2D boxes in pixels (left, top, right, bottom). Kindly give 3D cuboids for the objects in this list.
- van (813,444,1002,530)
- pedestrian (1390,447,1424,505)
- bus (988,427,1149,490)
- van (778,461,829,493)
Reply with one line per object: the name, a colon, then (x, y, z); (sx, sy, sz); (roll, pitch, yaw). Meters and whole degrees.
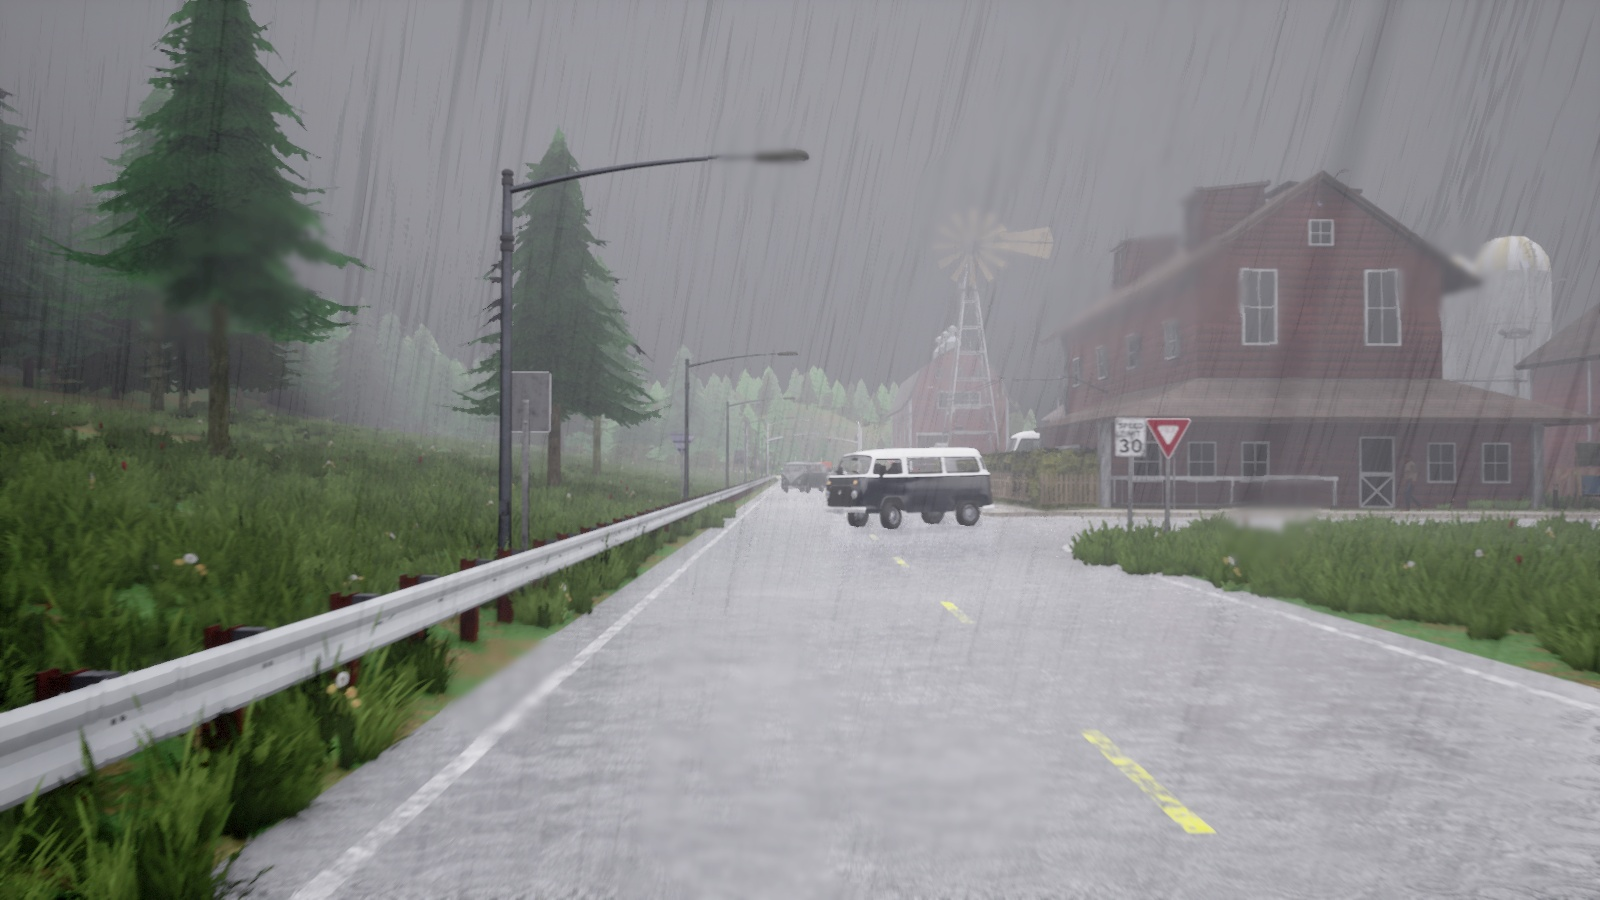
van: (2.817, 0.931, 32.554); (4.480, 2.038, 2.069); (-1, -2, -33)
pedestrian: (18.894, 0.814, 39.069); (0.869, 1.805, 0.328); (0, -1, 5)
bus: (18.512, 0.614, 87.025); (10.273, 4.253, 3.944); (0, -1, -1)
van: (0.262, 1.721, 80.467); (1.775, 1.987, 4.442); (-1, -1, 21)
